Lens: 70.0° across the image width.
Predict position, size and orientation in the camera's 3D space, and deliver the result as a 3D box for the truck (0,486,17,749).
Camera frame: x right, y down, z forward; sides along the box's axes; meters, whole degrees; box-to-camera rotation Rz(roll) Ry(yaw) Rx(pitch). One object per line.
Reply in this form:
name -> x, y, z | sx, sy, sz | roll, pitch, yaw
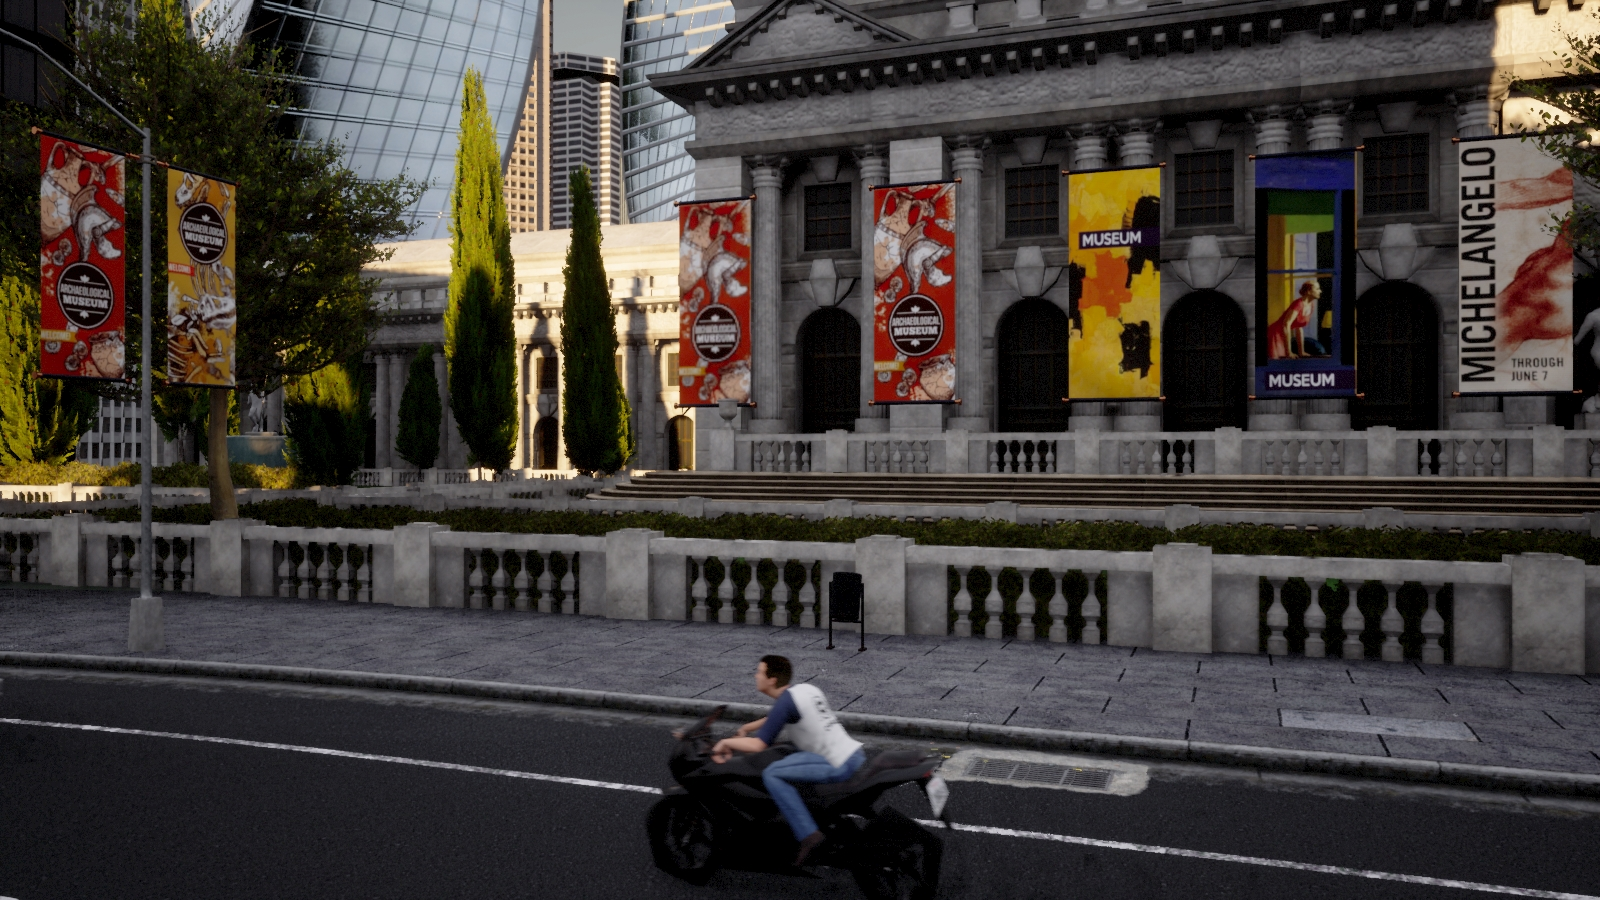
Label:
truck -> -10.305, 1.568, 10.212 | 5.204, 2.467, 2.627 | 0, 0, 13
